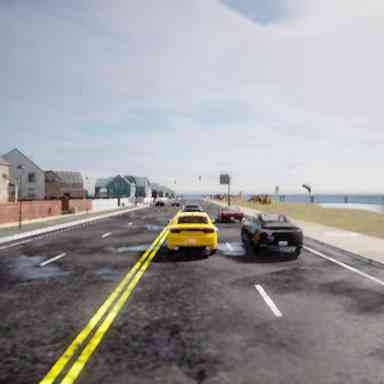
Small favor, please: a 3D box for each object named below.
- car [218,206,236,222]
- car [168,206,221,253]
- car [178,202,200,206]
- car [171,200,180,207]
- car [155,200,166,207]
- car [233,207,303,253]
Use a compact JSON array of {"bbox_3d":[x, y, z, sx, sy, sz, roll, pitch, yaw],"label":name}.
[{"bbox_3d":[3.269,1.888,29.104,1.895,1.301,4.718,0,-1,0],"label":"car"},{"bbox_3d":[0.013,1.618,14.470,1.882,1.535,5.008,0,0,0],"label":"car"},{"bbox_3d":[0.021,1.797,29.321,1.837,1.490,4.892,0,0,0],"label":"car"},{"bbox_3d":[-3.208,2.255,68.424,2.033,1.411,5.357,0,-1,0],"label":"car"},{"bbox_3d":[-6.460,2.271,68.163,1.994,1.385,4.181,0,-1,0],"label":"car"},{"bbox_3d":[3.261,1.631,14.290,2.128,1.511,4.902,0,0,0],"label":"car"}]
